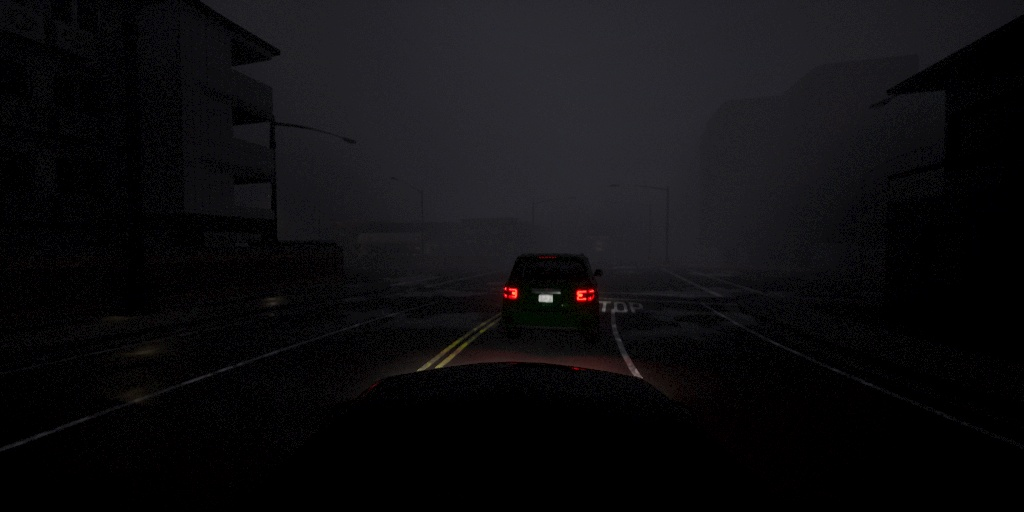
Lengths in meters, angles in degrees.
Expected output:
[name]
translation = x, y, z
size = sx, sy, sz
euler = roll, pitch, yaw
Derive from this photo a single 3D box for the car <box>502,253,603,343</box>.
[car]
translation = 1.274, 0.946, 9.920
size = 2.150, 2.045, 5.566
euler = 0, 0, 13
